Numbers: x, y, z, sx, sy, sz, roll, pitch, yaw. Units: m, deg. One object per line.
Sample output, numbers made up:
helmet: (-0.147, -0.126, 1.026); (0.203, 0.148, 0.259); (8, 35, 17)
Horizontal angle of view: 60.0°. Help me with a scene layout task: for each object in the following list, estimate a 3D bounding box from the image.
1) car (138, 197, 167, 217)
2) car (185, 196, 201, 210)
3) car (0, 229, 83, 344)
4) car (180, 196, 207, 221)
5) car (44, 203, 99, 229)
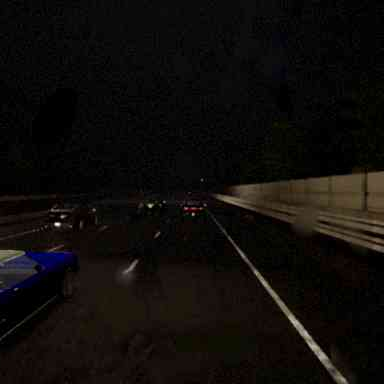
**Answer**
car: (-3.401, 1.200, 29.248); (2.097, 1.767, 4.553); (0, 0, 0)
car: (0.099, 1.297, 41.144); (1.837, 1.490, 4.892); (0, 0, 0)
car: (-3.400, 1.565, 5.260); (1.895, 1.301, 4.718); (0, 0, 0)
car: (0.100, 1.357, 25.705); (2.128, 1.511, 4.902); (0, 0, 0)
car: (-6.901, 1.399, 19.475); (1.837, 1.490, 4.892); (0, 0, 0)
